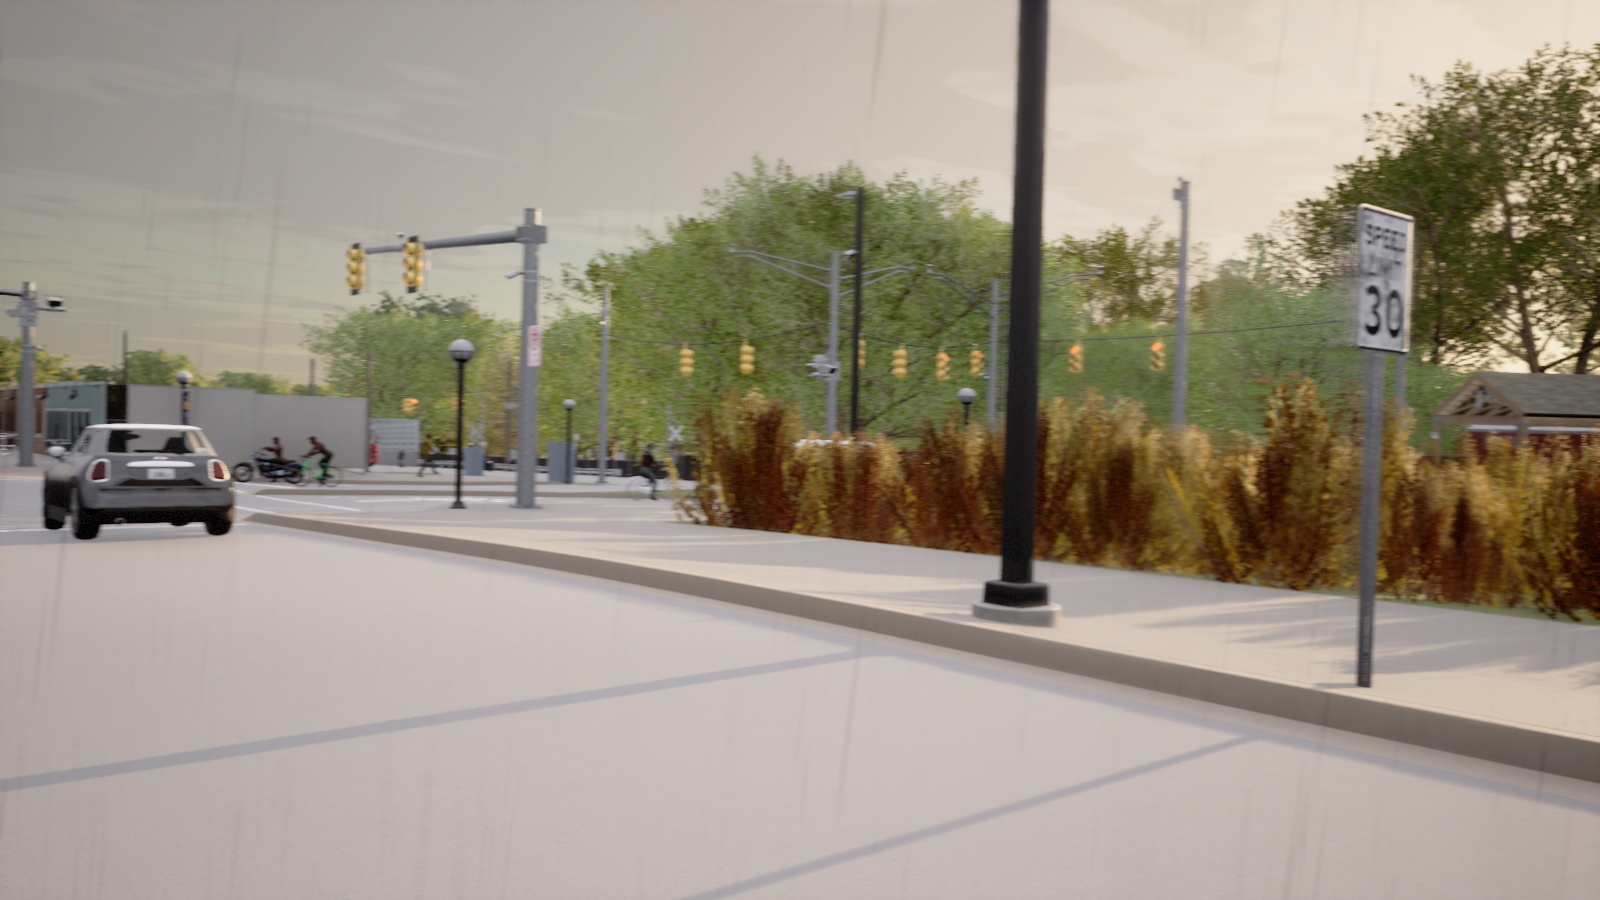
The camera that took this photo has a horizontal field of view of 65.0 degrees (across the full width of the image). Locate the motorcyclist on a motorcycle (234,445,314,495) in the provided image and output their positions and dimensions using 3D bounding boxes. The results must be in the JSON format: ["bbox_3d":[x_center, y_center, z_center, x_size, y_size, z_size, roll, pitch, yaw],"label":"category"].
[{"bbox_3d":[-17.812,0.681,42.554,2.350,1.649,0.766,2,-1,-37],"label":"motorcyclist on a motorcycle"}]

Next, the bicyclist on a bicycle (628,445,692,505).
[{"bbox_3d":[-4.230,0.758,37.949,1.843,1.776,0.659,1,-1,-39],"label":"bicyclist on a bicycle"}]

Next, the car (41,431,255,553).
[{"bbox_3d":[-9.044,0.518,17.266,1.970,1.475,3.806,0,0,-38],"label":"car"}]

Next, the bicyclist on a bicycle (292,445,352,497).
[{"bbox_3d":[-15.215,0.669,40.016,1.656,1.620,0.582,1,-1,-41],"label":"bicyclist on a bicycle"}]

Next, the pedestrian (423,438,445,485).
[{"bbox_3d":[-14.675,0.451,50.354,0.726,1.835,0.370,0,1,-37],"label":"pedestrian"}]
